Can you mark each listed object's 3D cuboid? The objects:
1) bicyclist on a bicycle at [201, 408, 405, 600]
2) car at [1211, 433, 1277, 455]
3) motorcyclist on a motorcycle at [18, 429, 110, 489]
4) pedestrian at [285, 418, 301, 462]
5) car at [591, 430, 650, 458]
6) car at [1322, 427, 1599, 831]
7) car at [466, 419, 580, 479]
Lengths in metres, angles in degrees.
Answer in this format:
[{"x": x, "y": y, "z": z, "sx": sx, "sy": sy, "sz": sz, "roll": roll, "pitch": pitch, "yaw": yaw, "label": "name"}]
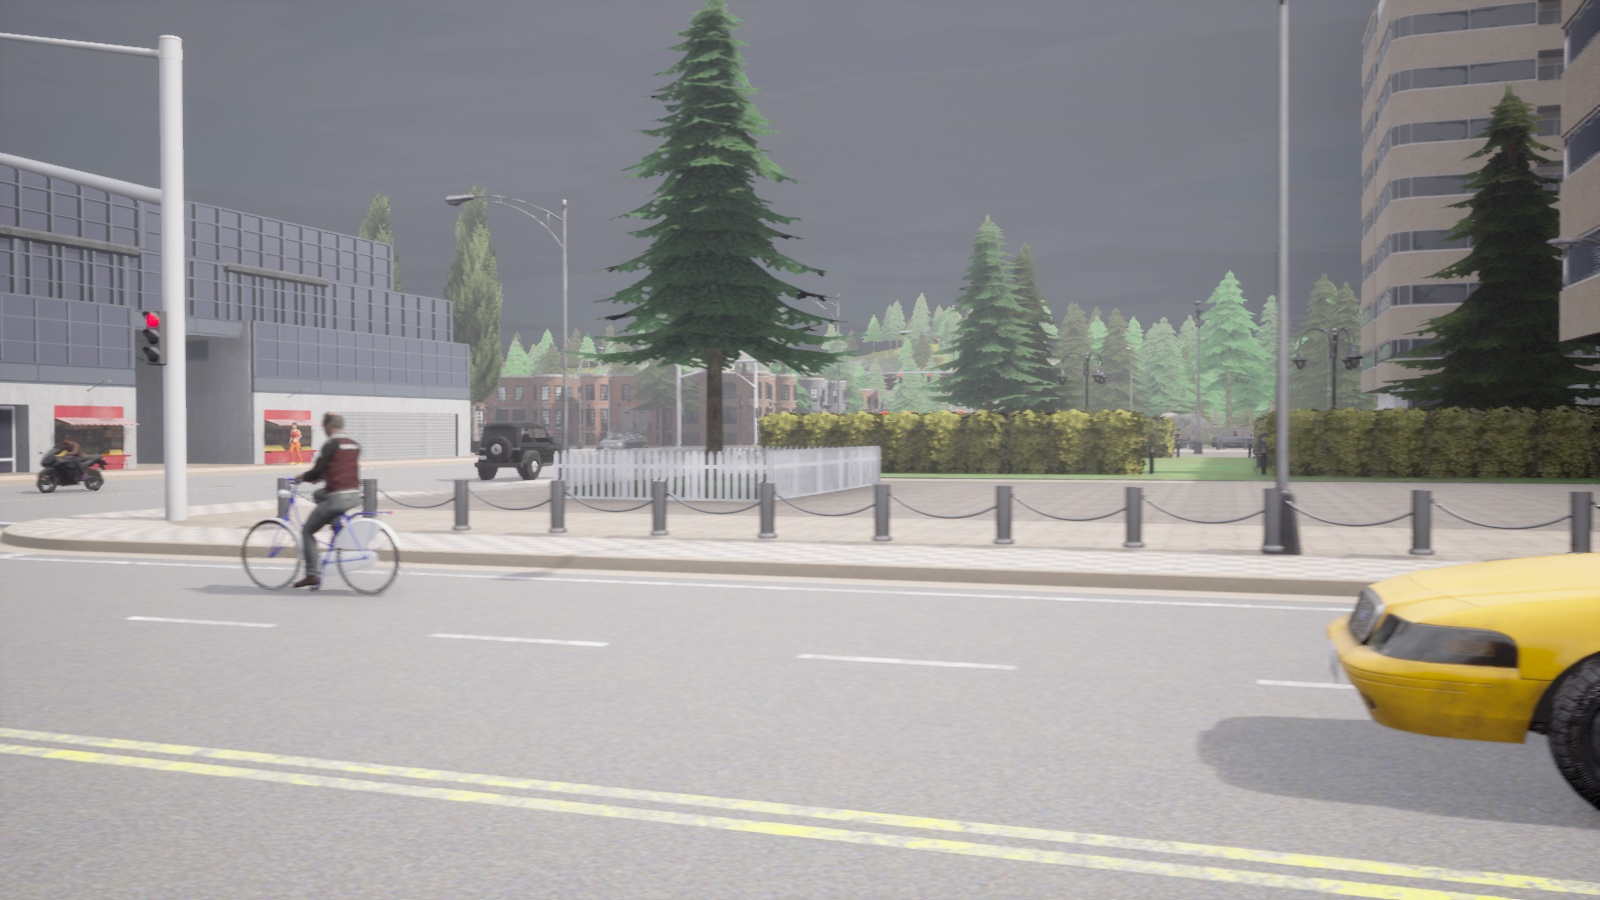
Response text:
[{"x": -4.827, "y": 0.483, "z": 12.200, "sx": 1.843, "sy": 1.776, "sz": 0.659, "roll": 1, "pitch": 1, "yaw": 19, "label": "bicyclist on a bicycle"}, {"x": 30.663, "y": -0.434, "z": 86.795, "sx": 4.193, "sy": 1.474, "sz": 1.816, "roll": 1, "pitch": 1, "yaw": 19, "label": "car"}, {"x": -19.127, "y": 0.213, "z": 32.691, "sx": 0.797, "sy": 1.523, "sz": 2.044, "roll": 1, "pitch": 1, "yaw": 19, "label": "motorcyclist on a motorcycle"}, {"x": -21.229, "y": -0.437, "z": 52.582, "sx": 0.345, "sy": 1.836, "sz": 0.594, "roll": 1, "pitch": 1, "yaw": 18, "label": "pedestrian"}, {"x": -10.008, "y": -0.360, "z": 70.413, "sx": 1.789, "sy": 1.549, "sz": 3.705, "roll": 1, "pitch": 1, "yaw": 19, "label": "car"}, {"x": 5.119, "y": 0.702, "z": 5.163, "sx": 5.366, "sy": 1.575, "sz": 1.801, "roll": 1, "pitch": 1, "yaw": 19, "label": "car"}, {"x": -8.951, "y": -0.066, "z": 40.880, "sx": 1.905, "sy": 1.878, "sz": 3.866, "roll": 1, "pitch": 1, "yaw": 19, "label": "car"}]
